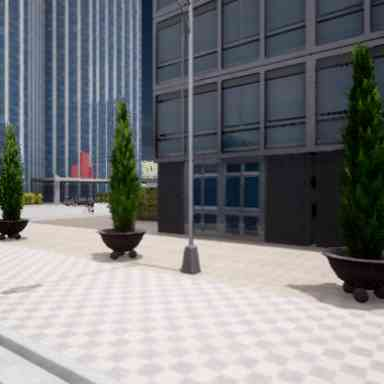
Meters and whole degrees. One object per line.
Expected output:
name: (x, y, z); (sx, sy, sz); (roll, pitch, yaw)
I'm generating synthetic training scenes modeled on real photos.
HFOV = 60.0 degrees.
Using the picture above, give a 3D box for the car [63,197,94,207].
car: (-17.257, 1.507, 50.766); (1.837, 1.490, 4.892); (0, 0, 35)

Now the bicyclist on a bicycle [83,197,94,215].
bicyclist on a bicycle: (-9.503, 1.302, 30.477); (1.656, 1.620, 0.582); (0, 0, 35)
